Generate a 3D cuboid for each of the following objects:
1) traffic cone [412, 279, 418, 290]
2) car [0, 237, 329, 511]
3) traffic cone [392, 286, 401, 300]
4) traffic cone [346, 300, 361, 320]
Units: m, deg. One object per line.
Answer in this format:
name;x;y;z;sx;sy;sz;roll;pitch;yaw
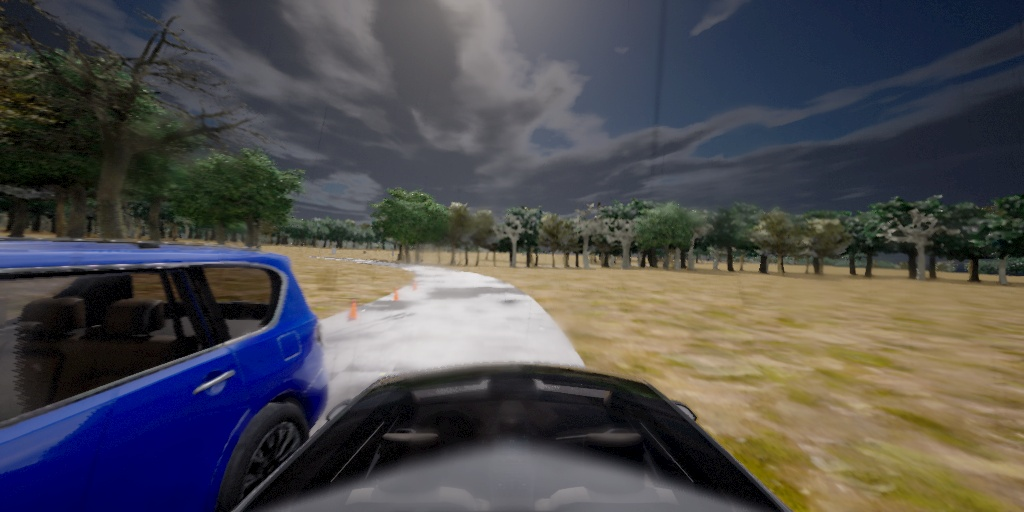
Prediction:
traffic cone;-5.600;1.649;20.738;0.340;0.580;0.340;0;0;-7
car;-2.681;0.926;0.972;2.150;2.045;5.566;1;0;-1
traffic cone;-5.118;1.646;15.892;0.340;0.580;0.340;0;0;-4
traffic cone;-4.871;1.639;11.030;0.340;0.580;0.340;0;0;-2
